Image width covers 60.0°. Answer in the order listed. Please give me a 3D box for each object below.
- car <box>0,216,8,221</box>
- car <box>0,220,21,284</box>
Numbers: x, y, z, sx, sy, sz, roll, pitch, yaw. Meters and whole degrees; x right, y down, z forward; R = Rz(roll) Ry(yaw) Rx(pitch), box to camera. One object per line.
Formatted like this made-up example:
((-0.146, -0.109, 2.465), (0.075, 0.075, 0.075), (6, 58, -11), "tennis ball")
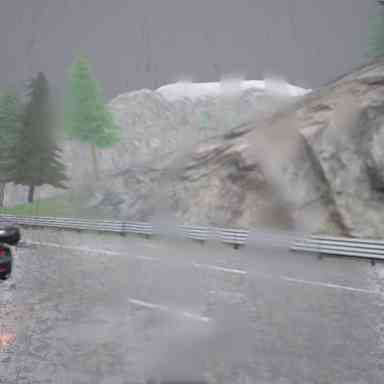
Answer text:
((-9.141, 1.533, 13.947), (4.181, 1.385, 1.994), (0, 0, 31), "car")
((-6.353, 1.487, 8.124), (4.892, 1.490, 1.837), (1, 0, 33), "car")
